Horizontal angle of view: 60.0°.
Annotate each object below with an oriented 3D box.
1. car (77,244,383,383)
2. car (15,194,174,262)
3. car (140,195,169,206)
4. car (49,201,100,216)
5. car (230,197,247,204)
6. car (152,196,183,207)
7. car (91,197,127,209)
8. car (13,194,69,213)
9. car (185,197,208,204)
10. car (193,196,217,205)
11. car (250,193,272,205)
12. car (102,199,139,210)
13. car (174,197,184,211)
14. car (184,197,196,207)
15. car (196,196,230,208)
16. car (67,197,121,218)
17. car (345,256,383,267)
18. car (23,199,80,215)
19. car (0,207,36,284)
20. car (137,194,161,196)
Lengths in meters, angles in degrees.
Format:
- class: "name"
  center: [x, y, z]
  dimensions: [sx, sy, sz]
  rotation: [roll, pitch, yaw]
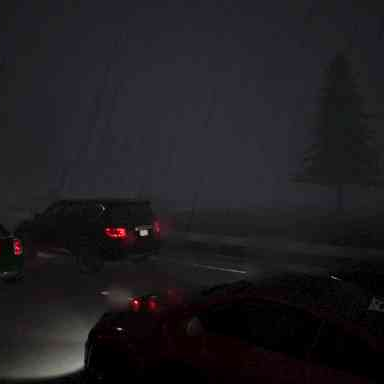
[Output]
- class: "car"
  center: [0.802, 1.564, 3.417]
  dimensions: [4.181, 1.385, 1.994]
  rotation: [0, 0, 35]
- class: "car"
  center: [-3.505, 1.221, 10.755]
  dimensions: [5.566, 2.045, 2.150]
  rotation: [0, 0, 36]
- class: "car"
  center: [-6.046, 1.352, 53.761]
  dimensions: [2.097, 1.767, 4.553]
  rotation: [0, 0, 36]
- class: "car"
  center: [-11.879, 1.601, 33.925]
  dimensions: [1.895, 1.301, 4.718]
  rotation: [0, 0, 36]
- class: "car"
  center: [8.266, 1.601, 61.380]
  dimensions: [1.895, 1.301, 4.718]
  rotation: [0, 0, 37]
- class: "car"
  center: [-3.734, 1.478, 50.998]
  dimensions: [1.882, 1.535, 5.008]
  rotation: [0, 0, 36]
- class: "car"
  center: [-11.465, 1.505, 46.353]
  dimensions: [1.837, 1.490, 4.892]
  rotation: [0, 0, 36]
- class: "car"
  center: [-17.317, 1.222, 38.349]
  dimensions: [2.150, 2.045, 5.566]
  rotation: [0, 0, 36]
- class: "car"
  center: [0.842, 1.601, 63.126]
  dimensions: [1.895, 1.301, 4.718]
  rotation: [0, 0, 37]
- class: "car"
  center: [2.344, 1.526, 59.275]
  dimensions: [1.812, 1.442, 4.674]
  rotation: [0, 0, 37]
- class: "car"
  center: [12.873, 1.209, 61.698]
  dimensions: [2.150, 2.045, 5.566]
  rotation: [0, 0, 36]
- class: "car"
  center: [-9.284, 1.601, 43.408]
  dimensions: [1.895, 1.301, 4.718]
  rotation: [0, 0, 36]
- class: "car"
  center: [-3.651, 1.547, 39.254]
  dimensions: [2.033, 1.411, 5.357]
  rotation: [0, 0, 36]
- class: "car"
  center: [-0.062, 1.547, 50.093]
  dimensions: [2.033, 1.411, 5.357]
  rotation: [0, 0, 36]
- class: "car"
  center: [3.078, 1.601, 48.453]
  dimensions: [1.895, 1.301, 4.718]
  rotation: [0, 0, 36]
- class: "car"
  center: [-9.235, 1.352, 31.604]
  dimensions: [2.097, 1.767, 4.553]
  rotation: [0, 0, 36]
- class: "car"
  center: [4.671, 1.478, 4.956]
  dimensions: [5.008, 1.535, 1.882]
  rotation: [0, 0, 35]
- class: "car"
  center: [-14.933, 1.547, 35.679]
  dimensions: [2.033, 1.411, 5.357]
  rotation: [0, 0, 36]
- class: "car"
  center: [-6.249, 1.352, 8.414]
  dimensions: [4.553, 1.767, 2.097]
  rotation: [0, 0, 36]
- class: "car"
  center: [-6.118, 1.221, 41.811]
  dimensions: [2.150, 2.045, 5.566]
  rotation: [0, 0, 36]
